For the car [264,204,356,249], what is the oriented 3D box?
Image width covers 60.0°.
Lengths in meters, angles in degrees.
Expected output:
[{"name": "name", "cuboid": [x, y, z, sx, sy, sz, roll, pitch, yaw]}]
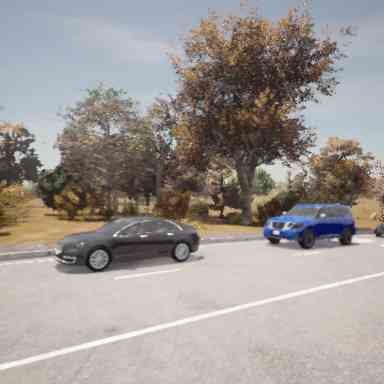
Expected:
[{"name": "car", "cuboid": [6.136, 1.634, 16.937, 5.566, 2.045, 2.150, 3, -2, -36]}]

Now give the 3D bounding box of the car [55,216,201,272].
[{"name": "car", "cuboid": [-1.968, 1.591, 11.165, 4.892, 1.490, 1.837, 2, -1, -35]}]

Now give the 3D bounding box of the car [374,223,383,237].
[{"name": "car", "cuboid": [14.337, 2.442, 22.758, 4.181, 1.385, 1.994, 3, -2, -35]}]
